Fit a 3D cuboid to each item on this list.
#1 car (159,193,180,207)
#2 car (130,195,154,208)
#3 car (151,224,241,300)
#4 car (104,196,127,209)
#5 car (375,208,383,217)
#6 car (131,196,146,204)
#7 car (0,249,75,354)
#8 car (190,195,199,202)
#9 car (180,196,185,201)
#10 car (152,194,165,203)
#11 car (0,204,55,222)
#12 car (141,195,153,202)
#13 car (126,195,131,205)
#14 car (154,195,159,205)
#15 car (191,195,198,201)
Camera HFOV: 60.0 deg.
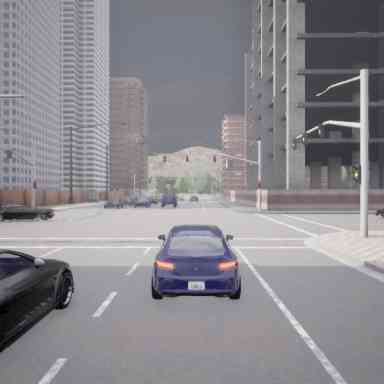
[{"bbox_3d":[-3.364,1.221,50.818,2.150,2.045,5.566,0,0,0],"label":"car"},{"bbox_3d":[-7.104,1.478,48.046,1.882,1.535,5.008,0,0,1],"label":"car"},{"bbox_3d":[0.093,1.526,8.296,1.812,1.442,4.674,0,0,0],"label":"car"},{"bbox_3d":[-10.643,1.564,45.545,1.994,1.385,4.181,0,0,1],"label":"car"},{"bbox_3d":[18.339,1.547,27.732,5.357,1.411,2.033,0,0,1],"label":"car"},{"bbox_3d":[-10.274,1.478,64.234,1.882,1.535,5.008,0,0,2],"label":"car"},{"bbox_3d":[-3.429,1.564,5.214,1.994,1.385,4.181,0,0,1],"label":"car"},{"bbox_3d":[0.481,1.525,75.596,2.128,1.511,4.902,0,0,1],"label":"car"},{"bbox_3d":[-2.840,1.595,85.507,1.895,1.301,4.718,0,0,1],"label":"car"},{"bbox_3d":[-6.692,1.352,67.196,2.097,1.767,4.553,0,0,1],"label":"car"},{"bbox_3d":[-13.099,1.601,25.556,4.718,1.301,1.895,0,0,-15],"label":"car"},{"bbox_3d":[-10.043,1.473,74.411,1.882,1.535,5.008,0,0,1],"label":"car"},{"bbox_3d":[-10.498,1.352,54.105,2.097,1.767,4.553,0,0,1],"label":"car"},{"bbox_3d":[-6.928,1.601,57.389,1.895,1.301,4.718,0,0,1],"label":"car"},{"bbox_3d":[0.670,1.524,85.990,1.812,1.442,4.674,0,0,1],"label":"car"}]
